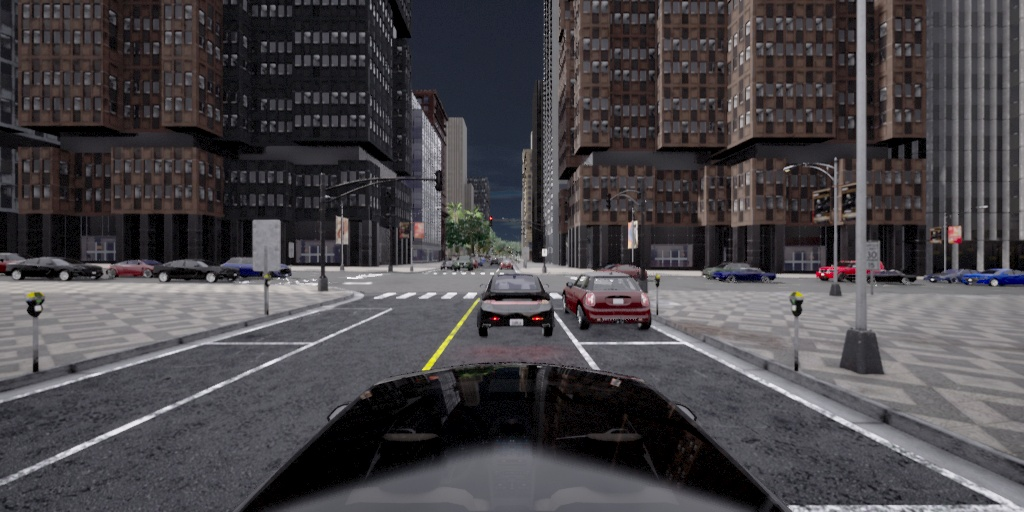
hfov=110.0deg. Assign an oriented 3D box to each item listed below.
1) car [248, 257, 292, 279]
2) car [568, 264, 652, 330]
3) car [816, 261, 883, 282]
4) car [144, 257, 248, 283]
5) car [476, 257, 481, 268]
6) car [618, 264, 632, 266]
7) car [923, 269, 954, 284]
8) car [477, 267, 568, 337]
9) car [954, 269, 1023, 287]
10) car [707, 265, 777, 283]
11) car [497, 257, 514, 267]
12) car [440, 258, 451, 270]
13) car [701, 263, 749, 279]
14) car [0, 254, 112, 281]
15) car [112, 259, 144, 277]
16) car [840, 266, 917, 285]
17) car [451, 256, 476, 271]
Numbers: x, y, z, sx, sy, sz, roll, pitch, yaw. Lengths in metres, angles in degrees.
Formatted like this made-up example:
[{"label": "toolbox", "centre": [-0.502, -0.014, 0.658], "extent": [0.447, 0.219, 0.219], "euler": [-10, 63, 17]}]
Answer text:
[{"label": "car", "centre": [-19.561, 0.865, 27.562], "extent": [4.553, 1.767, 2.097], "euler": [1, 0, 0]}, {"label": "car", "centre": [2.735, 1.193, 11.178], "extent": [1.967, 1.591, 4.097], "euler": [0, 0, 0]}, {"label": "car", "centre": [32.821, 1.479, 34.713], "extent": [5.566, 2.045, 2.150], "euler": [1, 0, -1]}, {"label": "car", "centre": [-21.271, 0.969, 24.297], "extent": [5.008, 1.535, 1.882], "euler": [1, 0, -1]}, {"label": "car", "centre": [-6.665, 1.272, 59.370], "extent": [1.882, 1.535, 5.008], "euler": [0, 0, 0]}, {"label": "car", "centre": [9.225, 1.444, 30.872], "extent": [4.674, 1.442, 1.812], "euler": [1, 0, -6]}, {"label": "car", "centre": [43.445, 1.961, 34.764], "extent": [5.357, 1.411, 2.033], "euler": [1, 0, 0]}, {"label": "car", "centre": [0.077, 1.245, 10.292], "extent": [2.128, 1.511, 4.902], "euler": [0, 0, -1]}, {"label": "car", "centre": [42.788, 1.884, 31.514], "extent": [5.008, 1.535, 1.882], "euler": [1, 0, 0]}, {"label": "car", "centre": [20.185, 1.677, 31.361], "extent": [4.718, 1.301, 1.895], "euler": [1, 0, -1]}, {"label": "car", "centre": [-0.756, 1.216, 52.559], "extent": [1.967, 1.591, 4.097], "euler": [0, 0, -1]}, {"label": "car", "centre": [-9.280, 1.342, 52.482], "extent": [1.948, 1.339, 4.313], "euler": [0, 0, -1]}, {"label": "car", "centre": [20.857, 1.435, 34.616], "extent": [4.553, 1.767, 2.097], "euler": [1, 0, -1]}, {"label": "car", "centre": [-30.738, 0.835, 24.216], "extent": [5.008, 1.535, 1.882], "euler": [1, 0, 0]}, {"label": "car", "centre": [-28.205, 0.955, 27.482], "extent": [4.181, 1.385, 1.994], "euler": [1, 0, -1]}, {"label": "car", "centre": [32.230, 1.852, 31.461], "extent": [4.718, 1.301, 1.895], "euler": [1, 0, -1]}, {"label": "car", "centre": [-6.584, 0.990, 49.380], "extent": [2.150, 2.045, 5.566], "euler": [0, 0, 0]}]
